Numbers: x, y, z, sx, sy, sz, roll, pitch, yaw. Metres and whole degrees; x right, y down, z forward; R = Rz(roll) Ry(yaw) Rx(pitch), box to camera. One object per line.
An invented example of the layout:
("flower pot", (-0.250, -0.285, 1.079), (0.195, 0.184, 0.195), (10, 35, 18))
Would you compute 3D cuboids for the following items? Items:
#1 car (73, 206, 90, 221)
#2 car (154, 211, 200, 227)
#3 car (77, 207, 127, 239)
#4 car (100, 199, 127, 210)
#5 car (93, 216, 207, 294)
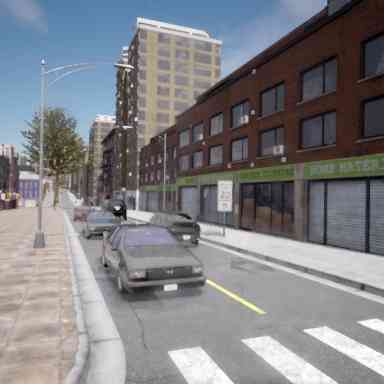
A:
("car", (-10.334, 2.026, 31.903), (1.994, 1.385, 4.181), (1, -1, -23))
("car", (-1.125, 1.743, 16.692), (1.837, 1.490, 4.892), (1, -1, -22))
("car", (-5.209, 1.781, 18.992), (2.033, 1.411, 5.357), (1, -1, -21))
("car", (-8.155, 1.767, 34.423), (2.150, 2.045, 5.566), (1, -1, -22))
("car", (-1.423, 1.642, 9.446), (2.033, 1.411, 5.357), (1, -1, -22))
